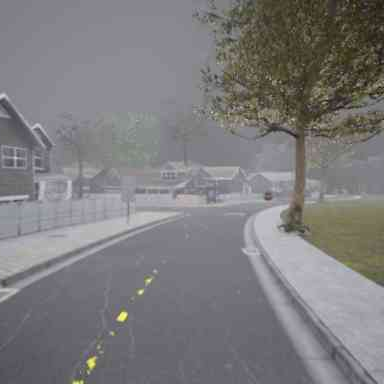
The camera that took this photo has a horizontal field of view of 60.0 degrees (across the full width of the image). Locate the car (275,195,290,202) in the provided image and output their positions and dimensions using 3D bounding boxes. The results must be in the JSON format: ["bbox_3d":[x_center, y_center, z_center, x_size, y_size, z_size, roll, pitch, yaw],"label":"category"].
[{"bbox_3d":[19.519,1.368,71.768,1.895,1.301,4.718,2,1,33],"label":"car"}]
